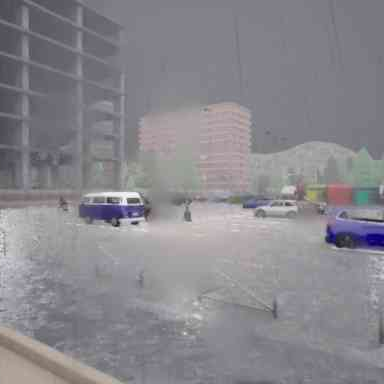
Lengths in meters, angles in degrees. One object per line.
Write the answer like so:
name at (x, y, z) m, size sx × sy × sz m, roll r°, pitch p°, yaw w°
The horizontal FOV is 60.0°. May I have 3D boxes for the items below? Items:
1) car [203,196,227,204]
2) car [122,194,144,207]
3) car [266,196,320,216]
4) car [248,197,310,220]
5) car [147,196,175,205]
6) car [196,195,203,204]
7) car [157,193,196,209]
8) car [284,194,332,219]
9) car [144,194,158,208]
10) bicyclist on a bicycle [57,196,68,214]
car at (4.653, 1.388, 60.761) m, size 2.128 × 1.511 × 4.902 m, roll 0°, pitch 0°, yaw 35°
car at (-9.631, 1.445, 58.840) m, size 1.994 × 1.385 × 4.181 m, roll 0°, pitch 0°, yaw 36°
car at (8.490, 1.350, 28.431) m, size 3.905 × 1.438 × 1.784 m, roll 0°, pitch 0°, yaw 36°
car at (6.800, 1.381, 26.081) m, size 3.806 × 1.475 × 1.970 m, roll 0°, pitch 0°, yaw 36°
car at (-5.394, 1.434, 58.731) m, size 2.033 × 1.411 × 5.357 m, roll 0°, pitch 0°, yaw 36°
car at (1.797, 1.369, 62.783) m, size 1.882 × 1.535 × 5.008 m, roll 0°, pitch 0°, yaw 35°
car at (-2.262, 1.113, 50.946) m, size 2.150 × 2.045 × 5.566 m, roll 0°, pitch -1°, yaw 36°
car at (10.015, 1.139, 30.640) m, size 4.605 × 1.855 × 1.932 m, roll 0°, pitch 0°, yaw 36°
car at (-4.853, 1.380, 53.327) m, size 2.128 × 1.511 × 4.902 m, roll 0°, pitch 0°, yaw 36°
bicyclist on a bicycle at (-11.941, 1.206, 30.604) m, size 1.656 × 1.620 × 0.582 m, roll 0°, pitch 0°, yaw 35°
